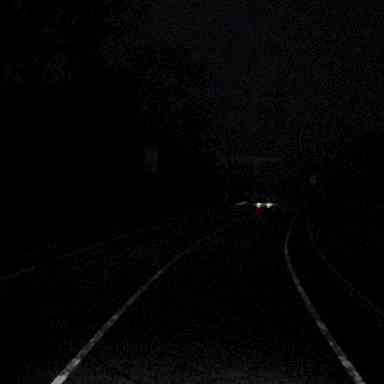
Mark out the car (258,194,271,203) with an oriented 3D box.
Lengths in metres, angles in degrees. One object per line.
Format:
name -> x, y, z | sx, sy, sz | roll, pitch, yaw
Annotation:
car -> 12.263, 1.073, 56.221 | 1.882, 1.535, 5.008 | 2, 1, 17

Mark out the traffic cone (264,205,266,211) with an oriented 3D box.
traffic cone -> 7.188, 1.728, 33.996 | 0.340, 0.580, 0.340 | 2, 1, 19

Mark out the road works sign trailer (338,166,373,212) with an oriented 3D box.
road works sign trailer -> 13.224, -0.255, 27.706 | 2.380, 3.560, 2.880 | -6, 6, -9

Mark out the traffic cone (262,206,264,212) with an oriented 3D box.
traffic cone -> 6.552, 1.737, 32.100 | 0.340, 0.580, 0.340 | 2, 1, 19

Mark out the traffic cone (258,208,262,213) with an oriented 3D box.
traffic cone -> 5.916, 1.746, 30.204 | 0.340, 0.580, 0.340 | 2, 1, 19
